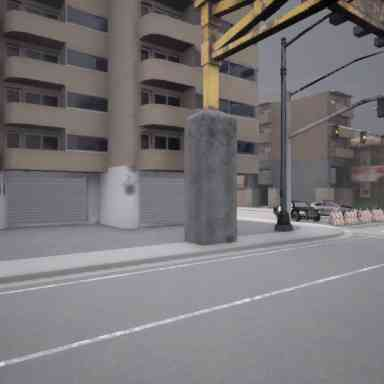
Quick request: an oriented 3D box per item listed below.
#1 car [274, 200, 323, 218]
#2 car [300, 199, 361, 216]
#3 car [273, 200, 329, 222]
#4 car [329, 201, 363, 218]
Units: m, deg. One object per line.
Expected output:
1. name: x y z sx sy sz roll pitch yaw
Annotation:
1. car: 8.321 1.295 26.449 1.853 1.218 4.536 0 0 -10
2. car: 11.872 1.295 28.562 4.536 1.218 1.853 0 0 35
3. car: 8.331 1.453 26.398 2.038 1.542 4.974 0 0 -10
4. car: 11.915 1.453 28.533 4.974 1.542 2.038 0 0 35
